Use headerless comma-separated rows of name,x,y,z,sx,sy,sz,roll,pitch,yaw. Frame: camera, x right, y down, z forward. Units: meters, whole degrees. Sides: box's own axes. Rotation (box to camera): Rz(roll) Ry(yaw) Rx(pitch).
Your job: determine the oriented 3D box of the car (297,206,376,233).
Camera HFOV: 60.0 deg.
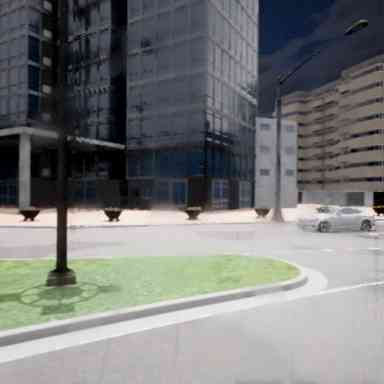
car,8.358,1.523,19.241,4.674,1.442,1.812,0,0,-17
